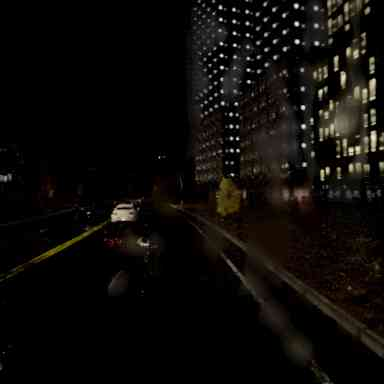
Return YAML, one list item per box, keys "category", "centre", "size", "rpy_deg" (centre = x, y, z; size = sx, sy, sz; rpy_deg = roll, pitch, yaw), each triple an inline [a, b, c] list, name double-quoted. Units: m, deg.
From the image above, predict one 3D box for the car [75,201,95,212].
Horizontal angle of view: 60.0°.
- category: "car"
  centre: [-14.232, 1.911, 44.417]
  size: [1.812, 1.442, 4.674]
  rpy_deg: [-1, 0, -9]

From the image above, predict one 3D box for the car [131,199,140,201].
- category: "car"
  centre: [-8.396, 1.745, 49.446]
  size: [2.033, 1.411, 5.357]
  rpy_deg: [-1, 0, -10]

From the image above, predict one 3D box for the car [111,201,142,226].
- category: "car"
  centre: [-4.954, 1.649, 25.069]
  size: [1.812, 1.442, 4.674]
  rpy_deg: [-1, 0, -6]

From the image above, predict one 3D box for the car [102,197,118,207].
- category: "car"
  centre: [-11.037, 1.395, 44.947]
  size: [1.882, 1.535, 5.008]
  rpy_deg: [-1, 0, -9]
